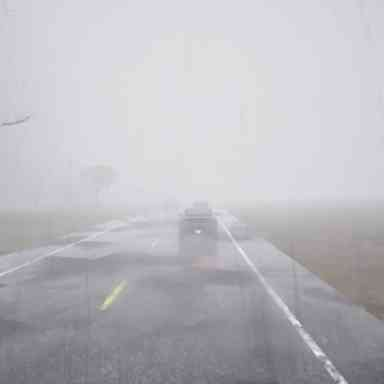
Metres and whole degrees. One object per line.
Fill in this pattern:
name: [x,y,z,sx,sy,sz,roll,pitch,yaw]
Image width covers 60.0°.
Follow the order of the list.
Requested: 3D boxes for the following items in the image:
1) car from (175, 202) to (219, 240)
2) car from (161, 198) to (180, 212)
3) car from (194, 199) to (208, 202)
car: [0.334,1.507,17.188,1.837,1.490,4.892,0,0,1]
car: [-2.514,1.505,39.501,1.837,1.490,4.892,0,0,3]
car: [0.971,1.479,35.465,1.882,1.535,5.008,0,0,3]
